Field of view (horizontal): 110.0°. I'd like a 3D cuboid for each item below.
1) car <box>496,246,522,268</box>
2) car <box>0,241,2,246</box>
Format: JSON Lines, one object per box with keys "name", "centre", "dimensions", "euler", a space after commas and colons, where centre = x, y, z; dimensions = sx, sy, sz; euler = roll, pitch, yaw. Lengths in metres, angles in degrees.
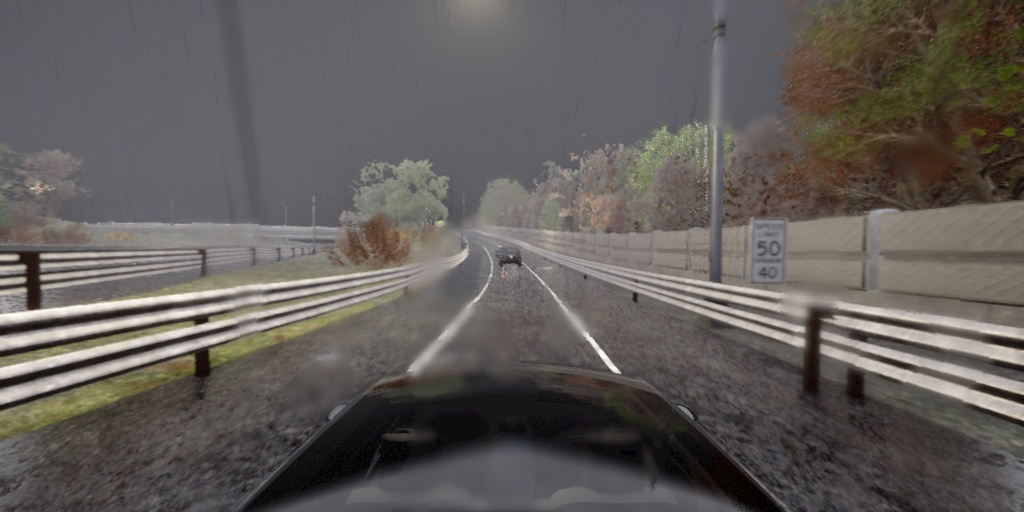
{"name": "car", "centre": [-0.244, 0.023, 36.415], "dimensions": [2.150, 2.045, 5.566], "euler": [1, 3, -4]}
{"name": "car", "centre": [-44.716, -0.878, 28.950], "dimensions": [2.150, 2.045, 5.566], "euler": [0, 1, -25]}
